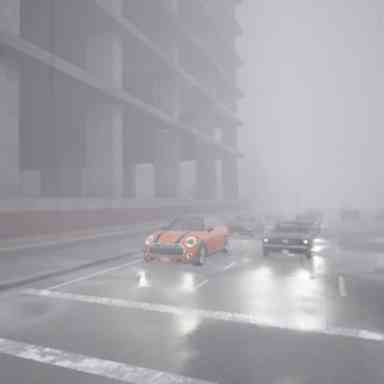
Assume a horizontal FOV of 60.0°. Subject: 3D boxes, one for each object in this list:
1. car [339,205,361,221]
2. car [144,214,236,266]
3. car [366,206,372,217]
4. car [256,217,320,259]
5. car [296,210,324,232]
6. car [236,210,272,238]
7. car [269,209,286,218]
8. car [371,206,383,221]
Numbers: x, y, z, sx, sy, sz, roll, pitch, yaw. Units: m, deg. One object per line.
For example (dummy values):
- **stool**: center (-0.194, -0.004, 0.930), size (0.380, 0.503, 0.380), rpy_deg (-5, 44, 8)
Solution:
- **car**: center (18.037, 2.392, 37.810), size (1.882, 1.535, 5.008), rpy_deg (-1, -2, 23)
- **car**: center (-0.031, 1.713, 13.122), size (2.097, 1.767, 4.553), rpy_deg (-1, -2, 23)
- **car**: center (25.091, 2.607, 45.737), size (1.812, 1.442, 4.674), rpy_deg (-1, -2, 23)
- **car**: center (4.321, 1.963, 14.438), size (1.895, 1.301, 4.718), rpy_deg (-1, -2, 23)
- **car**: center (8.252, 2.199, 23.840), size (1.895, 1.301, 4.718), rpy_deg (-1, -2, 23)
- **car**: center (3.627, 2.128, 21.855), size (2.033, 1.411, 5.357), rpy_deg (-1, -2, 23)
- **car**: center (8.107, 2.375, 32.548), size (1.812, 1.442, 4.674), rpy_deg (-1, -2, 23)
- **car**: center (21.331, 2.378, 36.609), size (1.812, 1.442, 4.674), rpy_deg (-1, -2, 23)
